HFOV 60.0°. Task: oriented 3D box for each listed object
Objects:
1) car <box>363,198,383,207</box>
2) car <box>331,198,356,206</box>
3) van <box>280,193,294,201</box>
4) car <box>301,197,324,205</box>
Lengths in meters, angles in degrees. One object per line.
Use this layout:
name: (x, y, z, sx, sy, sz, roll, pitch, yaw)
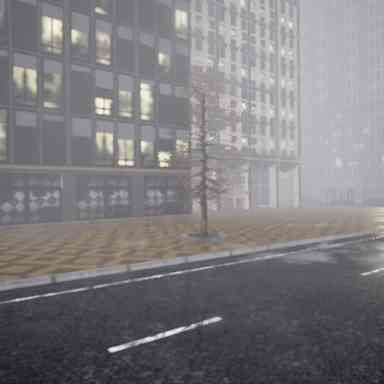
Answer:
car: (27.623, 1.619, 49.254, 1.947, 1.339, 4.313, 0, 1, -36)
car: (24.268, 1.589, 53.844, 1.802, 1.307, 4.206, 0, 1, -36)
van: (21.006, 1.103, 72.606, 1.690, 1.788, 3.998, 0, 1, -36)
car: (20.947, 1.527, 58.456, 1.947, 1.339, 4.313, 0, 1, -36)
